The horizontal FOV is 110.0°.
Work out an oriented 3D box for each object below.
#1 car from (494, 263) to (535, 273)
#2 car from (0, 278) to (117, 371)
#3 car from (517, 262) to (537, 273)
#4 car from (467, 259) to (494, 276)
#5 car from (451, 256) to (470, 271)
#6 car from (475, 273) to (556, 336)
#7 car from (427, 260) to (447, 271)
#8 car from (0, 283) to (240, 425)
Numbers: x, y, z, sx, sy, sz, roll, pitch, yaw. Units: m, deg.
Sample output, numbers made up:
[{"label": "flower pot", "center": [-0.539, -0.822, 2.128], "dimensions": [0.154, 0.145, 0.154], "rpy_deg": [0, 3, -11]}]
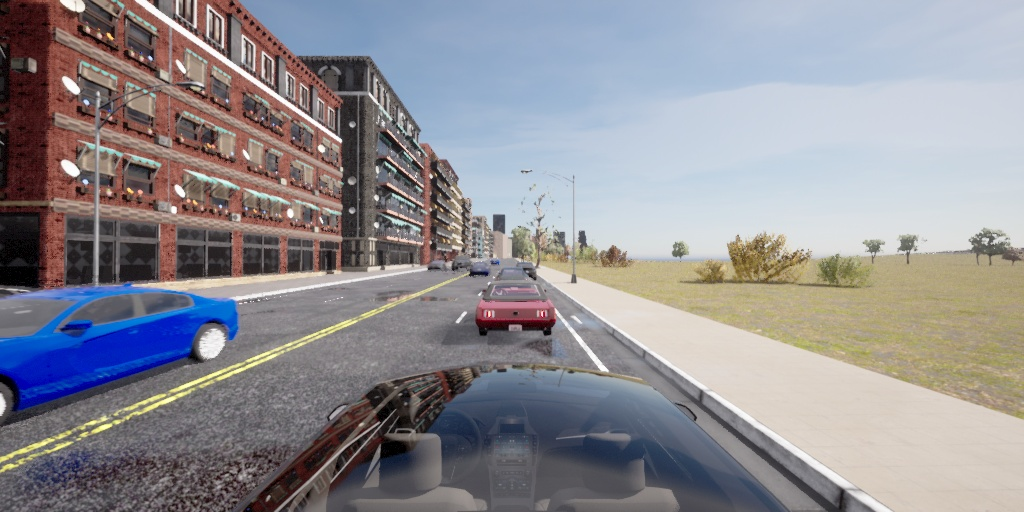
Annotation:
[{"label": "car", "center": [0.044, 1.316, 20.422], "dimensions": [1.994, 1.385, 4.181], "rpy_deg": [0, 0, 0]}, {"label": "car", "center": [-9.860, 1.255, 5.678], "dimensions": [1.837, 1.490, 4.892], "rpy_deg": [0, 0, 0]}, {"label": "car", "center": [1.063, 1.257, 30.416], "dimensions": [1.837, 1.490, 4.892], "rpy_deg": [0, 0, 0]}, {"label": "car", "center": [-3.242, 1.315, 37.404], "dimensions": [1.994, 1.385, 4.181], "rpy_deg": [0, 0, 0]}, {"label": "car", "center": [-6.721, 0.971, 48.203], "dimensions": [2.150, 2.045, 5.566], "rpy_deg": [0, 0, 0]}, {"label": "car", "center": [0.080, 1.352, 10.392], "dimensions": [1.895, 1.301, 4.718], "rpy_deg": [0, 0, 0]}, {"label": "car", "center": [-9.971, 1.298, 48.193], "dimensions": [2.033, 1.411, 5.357], "rpy_deg": [0, 0, 0]}, {"label": "car", "center": [-6.610, 1.228, 5.359], "dimensions": [1.882, 1.535, 5.008], "rpy_deg": [0, 0, 0]}]
